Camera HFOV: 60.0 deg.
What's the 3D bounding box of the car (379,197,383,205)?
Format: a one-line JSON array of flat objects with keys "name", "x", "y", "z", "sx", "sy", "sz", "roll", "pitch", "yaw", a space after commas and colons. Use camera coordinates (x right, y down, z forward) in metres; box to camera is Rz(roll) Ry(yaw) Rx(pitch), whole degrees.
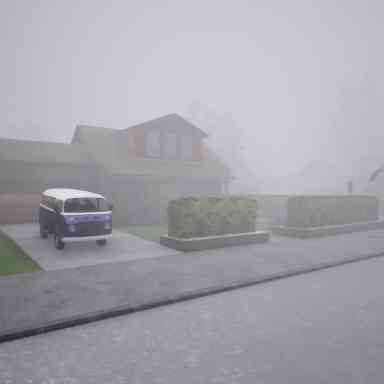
[{"name": "car", "x": 24.676, "y": 0.985, "z": 41.440, "sx": 3.866, "sy": 1.878, "sz": 1.905, "roll": 0, "pitch": 0, "yaw": 0}]
